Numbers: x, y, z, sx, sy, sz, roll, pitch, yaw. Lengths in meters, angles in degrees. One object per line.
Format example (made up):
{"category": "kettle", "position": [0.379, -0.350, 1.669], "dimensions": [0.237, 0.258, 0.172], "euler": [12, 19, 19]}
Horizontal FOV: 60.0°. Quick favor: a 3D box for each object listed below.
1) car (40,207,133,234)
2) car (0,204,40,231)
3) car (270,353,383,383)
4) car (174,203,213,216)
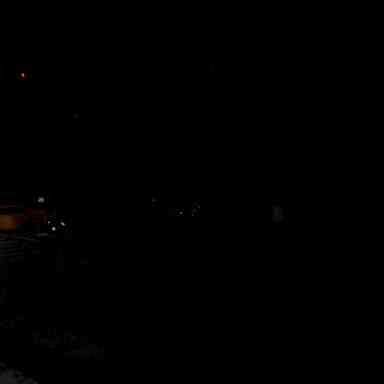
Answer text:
{"category": "car", "position": [-5.992, 1.639, 20.278], "dimensions": [2.033, 1.411, 5.357], "euler": [1, 0, 35]}
{"category": "car", "position": [-10.863, 1.489, 19.015], "dimensions": [1.882, 1.535, 5.008], "euler": [1, 0, 35]}
{"category": "car", "position": [2.374, 1.546, 1.267], "dimensions": [4.507, 1.381, 1.887], "euler": [0, 1, 35]}
{"category": "car", "position": [0.197, 1.775, 34.650], "dimensions": [1.895, 1.301, 4.718], "euler": [1, 0, 35]}
